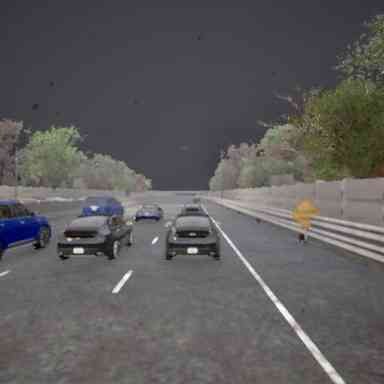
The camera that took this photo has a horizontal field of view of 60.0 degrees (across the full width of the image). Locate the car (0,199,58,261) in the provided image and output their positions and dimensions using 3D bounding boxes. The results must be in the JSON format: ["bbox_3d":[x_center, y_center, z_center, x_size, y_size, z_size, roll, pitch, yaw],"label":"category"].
[{"bbox_3d":[-6.972,1.263,11.559,2.150,2.045,5.566,0,0,1],"label":"car"}]

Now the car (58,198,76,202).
[{"bbox_3d":[-21.045,1.797,57.721,2.033,1.411,5.357,0,0,1],"label":"car"}]

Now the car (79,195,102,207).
[{"bbox_3d":[-17.557,1.472,57.863,2.150,2.045,5.566,0,0,1],"label":"car"}]

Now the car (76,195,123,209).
[{"bbox_3d":[-6.978,1.323,26.518,2.150,2.045,5.566,0,0,1],"label":"car"}]

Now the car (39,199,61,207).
[{"bbox_3d":[-24.546,1.850,57.634,1.895,1.301,4.718,0,0,1],"label":"car"}]

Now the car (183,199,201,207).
[{"bbox_3d":[0.035,1.611,27.635,1.837,1.490,4.892,0,0,1],"label":"car"}]

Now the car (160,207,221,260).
[{"bbox_3d":[0.041,1.550,12.649,1.837,1.490,4.892,0,0,1],"label":"car"}]

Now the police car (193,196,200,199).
[{"bbox_3d":[1.192,1.816,83.394,1.930,1.638,5.238,0,0,0],"label":"police car"}]

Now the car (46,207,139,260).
[{"bbox_3d":[-3.459,1.550,12.633,1.837,1.490,4.892,0,0,1],"label":"car"}]

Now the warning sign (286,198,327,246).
[{"bbox_3d":[4.543,1.161,13.288,1.300,1.860,1.060,0,0,0],"label":"warning sign"}]

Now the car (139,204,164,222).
[{"bbox_3d":[-3.464,1.670,27.779,1.994,1.385,4.181,0,0,0],"label":"car"}]
